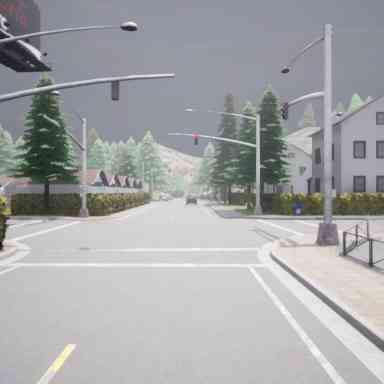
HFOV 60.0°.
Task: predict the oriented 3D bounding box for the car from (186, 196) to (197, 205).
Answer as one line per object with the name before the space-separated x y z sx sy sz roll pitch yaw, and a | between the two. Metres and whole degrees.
car | -0.089 1.503 59.293 1.837 1.490 4.892 0 0 0
